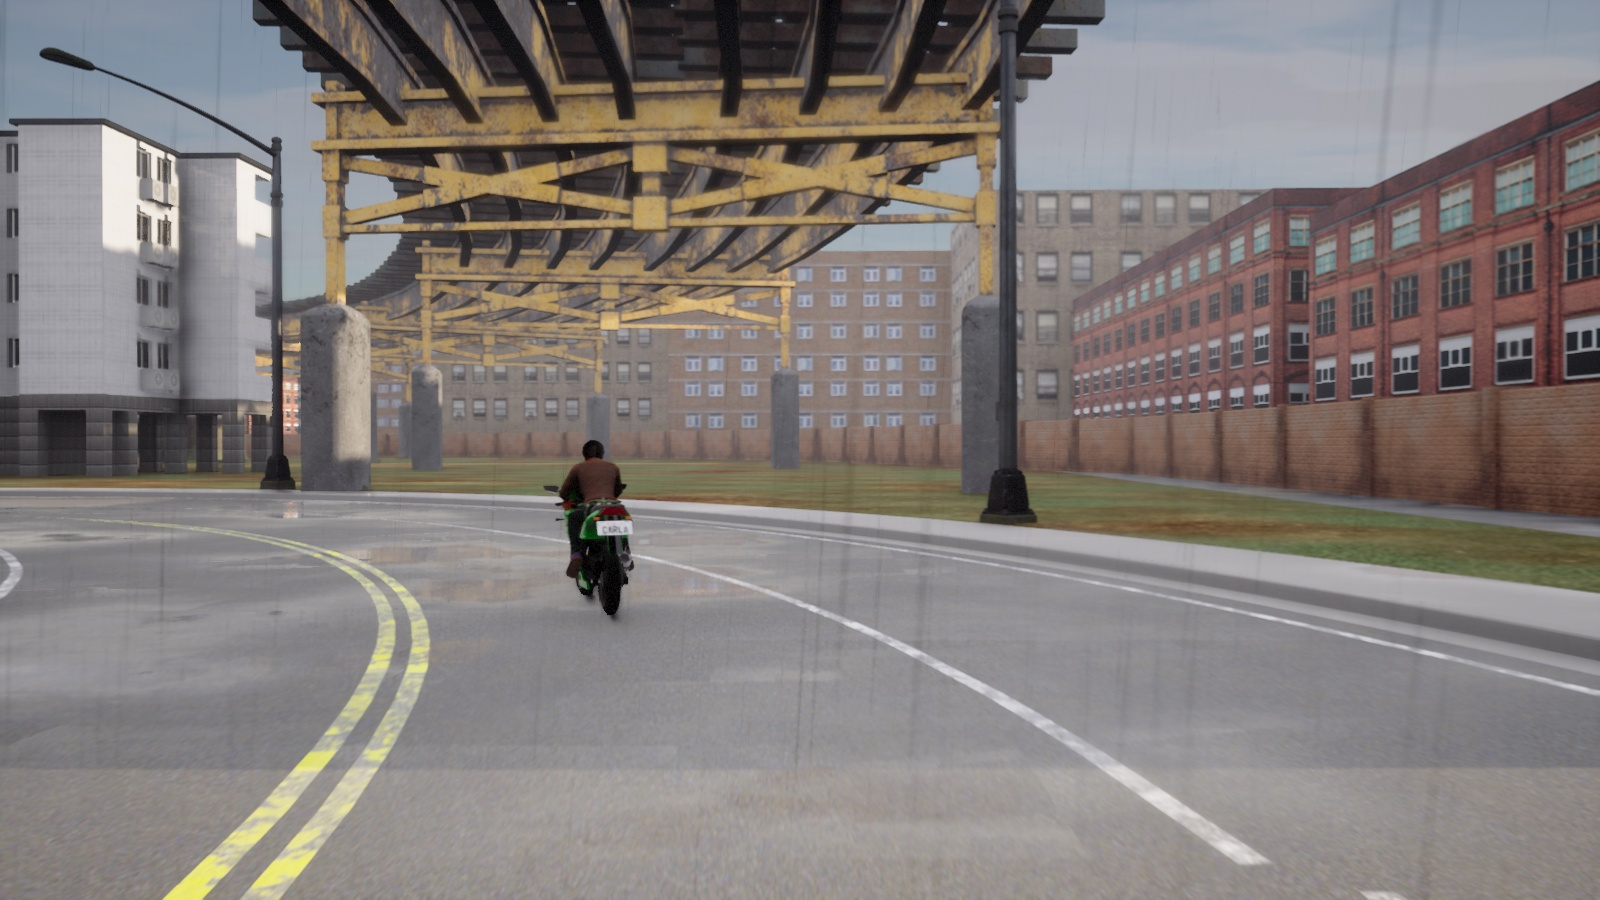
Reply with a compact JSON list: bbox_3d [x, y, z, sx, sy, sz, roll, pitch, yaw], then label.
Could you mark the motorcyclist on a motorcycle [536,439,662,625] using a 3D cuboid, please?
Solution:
[{"bbox_3d":[-1.864,0.664,11.377,0.797,1.523,2.044,-1,1,-18],"label":"motorcyclist on a motorcycle"}]
